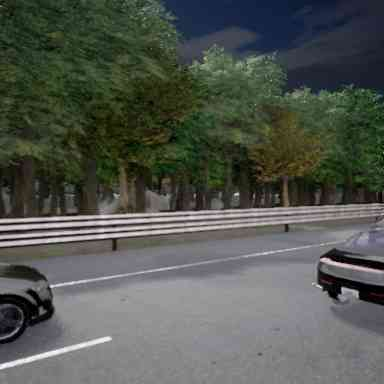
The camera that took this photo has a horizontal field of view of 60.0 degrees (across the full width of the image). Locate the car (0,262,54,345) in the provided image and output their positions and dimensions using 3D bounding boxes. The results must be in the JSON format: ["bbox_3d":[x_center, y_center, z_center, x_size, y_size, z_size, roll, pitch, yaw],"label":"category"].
[{"bbox_3d":[-4.337,1.563,4.951,4.181,1.385,1.994,0,0,-36],"label":"car"}]

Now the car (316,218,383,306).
[{"bbox_3d":[4.663,1.502,7.069,4.902,1.511,2.128,0,0,-35],"label":"car"}]
